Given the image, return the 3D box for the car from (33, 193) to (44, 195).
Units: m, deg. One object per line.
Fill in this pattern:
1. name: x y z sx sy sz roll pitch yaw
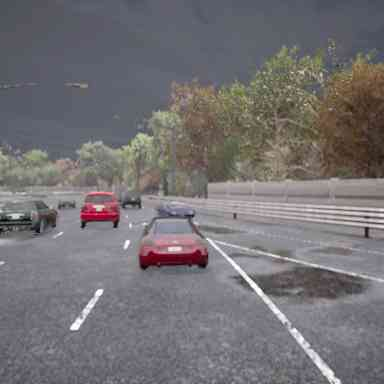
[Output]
1. car: -39.566 0.898 85.501 4.181 1.385 1.994 0 1 39

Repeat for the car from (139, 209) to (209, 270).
1. car: -0.682 1.479 10.854 1.994 1.385 4.181 0 0 -6

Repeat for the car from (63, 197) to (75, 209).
1. car: -15.040 1.295 39.835 1.895 1.301 4.718 0 0 -22

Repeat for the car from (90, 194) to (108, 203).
1. car: -16.049 1.068 57.230 1.837 1.490 4.892 0 1 -30

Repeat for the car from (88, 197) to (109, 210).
1. car: -11.143 1.298 39.492 1.895 1.301 4.718 0 0 -21

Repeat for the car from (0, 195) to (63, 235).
1. car: -8.715 1.214 17.923 2.097 1.767 4.553 0 0 -10

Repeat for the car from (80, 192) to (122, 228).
1. car: -5.756 1.058 21.287 2.150 2.045 5.566 0 0 -11

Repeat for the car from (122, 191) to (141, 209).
1. car: -7.587 0.916 39.884 2.150 2.045 5.566 0 0 -21

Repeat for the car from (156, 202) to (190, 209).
1. car: -1.374 1.413 24.544 1.895 1.301 4.718 0 0 -19
